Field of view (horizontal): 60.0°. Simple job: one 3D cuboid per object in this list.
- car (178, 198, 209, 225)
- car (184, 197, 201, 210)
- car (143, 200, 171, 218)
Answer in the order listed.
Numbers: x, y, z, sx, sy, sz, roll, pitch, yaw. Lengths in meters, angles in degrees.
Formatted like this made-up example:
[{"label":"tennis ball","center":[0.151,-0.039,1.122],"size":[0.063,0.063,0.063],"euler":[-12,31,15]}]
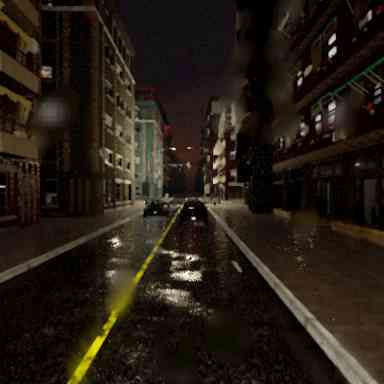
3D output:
[{"label":"car","center":[0.098,1.336,22.619],"size":[1.837,1.490,4.892],"euler":[0,1,0]},{"label":"car","center":[0.096,1.319,39.607],"size":[1.895,1.301,4.718],"euler":[0,0,0]},{"label":"car","center":[-2.794,1.362,27.329],"size":[1.994,1.385,4.181],"euler":[0,0,0]}]
